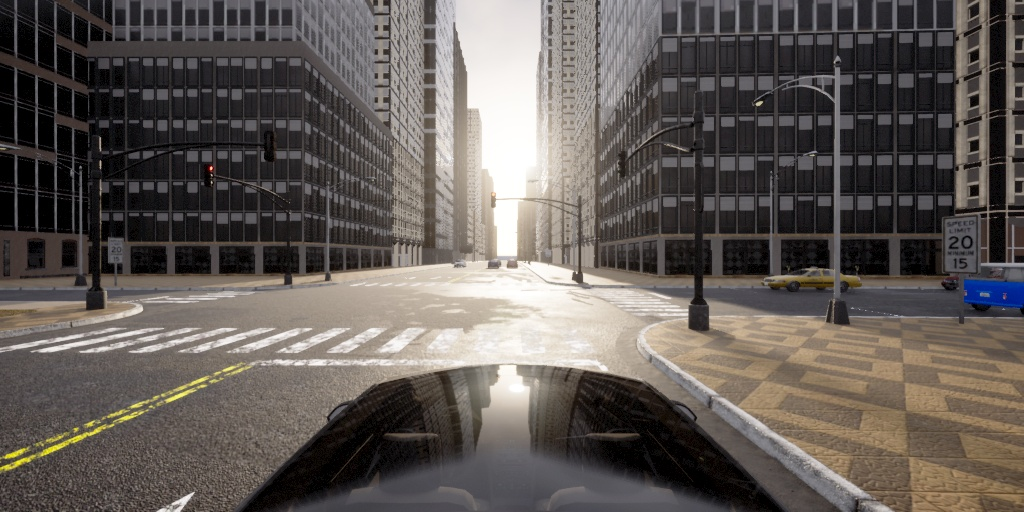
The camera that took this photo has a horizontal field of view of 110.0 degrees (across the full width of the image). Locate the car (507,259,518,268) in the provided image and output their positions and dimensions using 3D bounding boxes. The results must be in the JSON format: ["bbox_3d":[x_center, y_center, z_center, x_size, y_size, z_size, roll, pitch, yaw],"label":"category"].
[{"bbox_3d":[0.045,1.425,63.647,1.994,1.385,4.181,0,0,0],"label":"car"}]

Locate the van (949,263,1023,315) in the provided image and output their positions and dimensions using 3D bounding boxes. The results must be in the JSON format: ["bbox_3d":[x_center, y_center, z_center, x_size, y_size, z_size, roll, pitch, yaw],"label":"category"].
[{"bbox_3d":[18.366,1.119,12.462,3.998,1.789,1.690,0,0,2],"label":"van"}]

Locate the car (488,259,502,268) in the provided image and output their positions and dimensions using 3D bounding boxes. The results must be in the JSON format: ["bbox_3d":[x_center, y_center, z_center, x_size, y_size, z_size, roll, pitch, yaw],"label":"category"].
[{"bbox_3d":[-3.206,1.335,62.817,1.882,1.535,5.008,0,0,0],"label":"car"}]

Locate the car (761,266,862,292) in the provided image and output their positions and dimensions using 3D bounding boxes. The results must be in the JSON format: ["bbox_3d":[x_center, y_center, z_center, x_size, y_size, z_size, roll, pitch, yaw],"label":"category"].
[{"bbox_3d":[17.101,1.293,20.635,4.829,1.417,1.751,0,0,2],"label":"car"}]

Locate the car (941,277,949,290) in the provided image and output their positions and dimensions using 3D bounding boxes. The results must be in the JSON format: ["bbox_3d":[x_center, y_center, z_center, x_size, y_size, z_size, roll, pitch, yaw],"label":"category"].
[{"bbox_3d":[26.935,1.356,20.143,4.207,1.307,1.802,0,0,2],"label":"car"}]
